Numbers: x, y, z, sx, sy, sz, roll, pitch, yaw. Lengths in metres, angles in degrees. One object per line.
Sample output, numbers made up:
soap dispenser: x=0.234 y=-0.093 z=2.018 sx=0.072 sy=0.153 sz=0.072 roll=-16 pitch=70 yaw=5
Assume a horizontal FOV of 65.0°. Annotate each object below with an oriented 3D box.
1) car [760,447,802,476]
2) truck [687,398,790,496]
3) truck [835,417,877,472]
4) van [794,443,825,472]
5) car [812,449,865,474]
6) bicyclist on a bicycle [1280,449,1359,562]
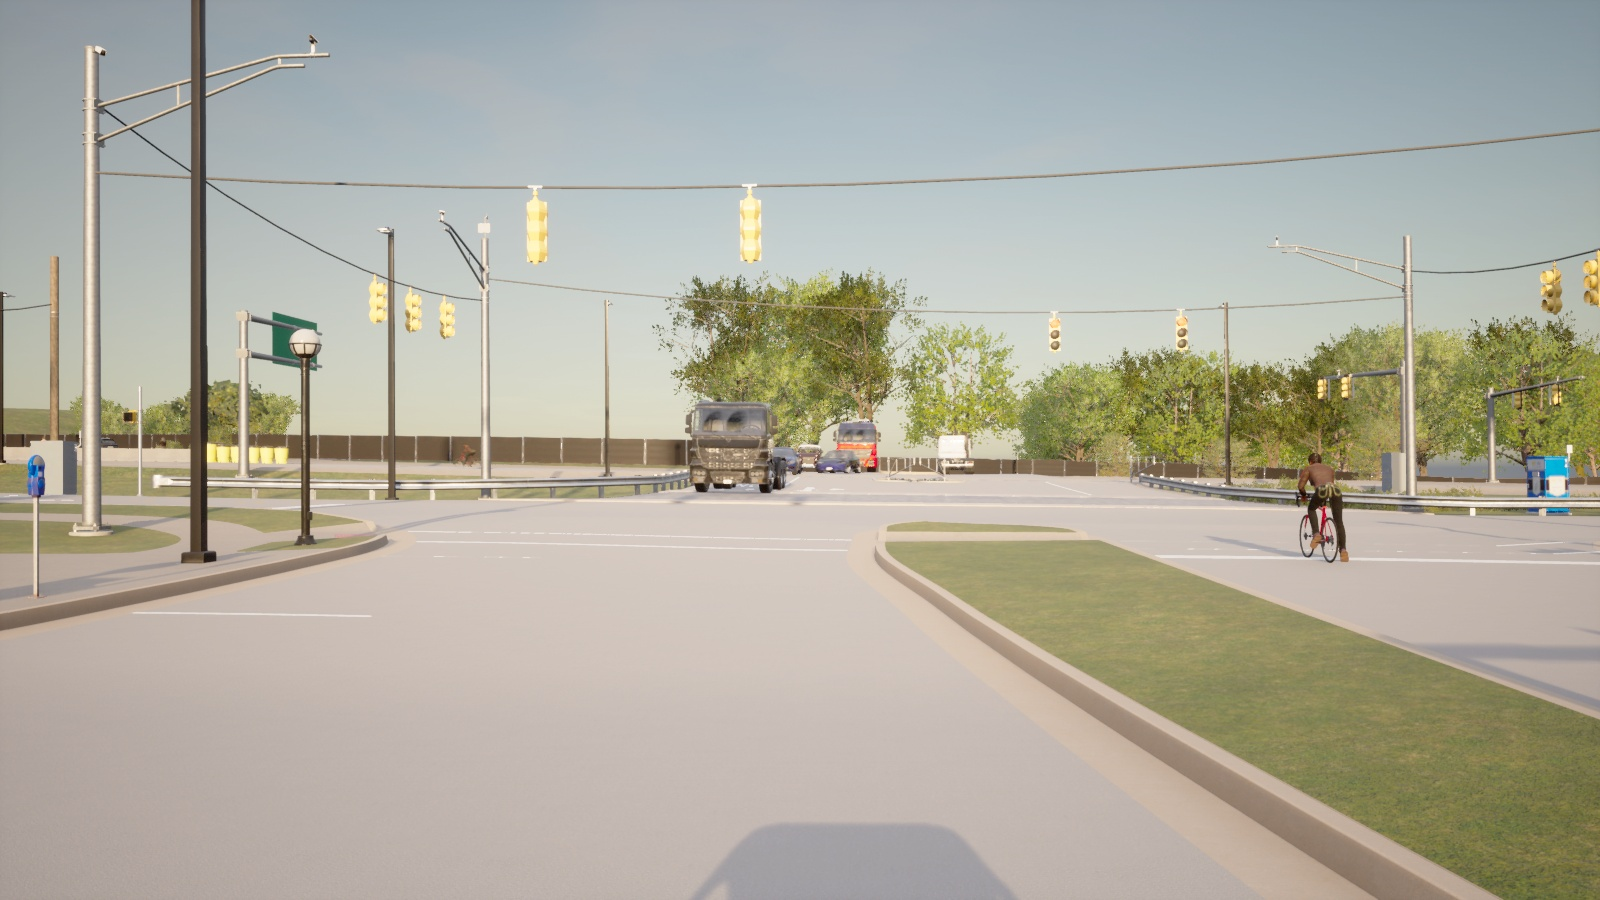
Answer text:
car: x=-0.976 y=0.587 z=66.498 sx=1.812 sy=1.442 sz=4.674 roll=0 pitch=0 yaw=4
truck: x=-2.239 y=-0.134 z=48.801 sx=2.891 sy=3.462 sz=7.936 roll=0 pitch=0 yaw=5
truck: x=4.159 y=-0.313 z=91.581 sx=2.891 sy=3.827 sz=8.468 roll=0 pitch=-1 yaw=4
van: x=0.728 y=0.599 z=92.846 sx=2.069 sy=2.038 sz=4.480 roll=0 pitch=-1 yaw=4
car: x=2.427 y=0.722 z=78.288 sx=2.163 sy=1.488 sz=4.792 roll=0 pitch=0 yaw=16
bicyclist on a bicycle: x=7.829 y=0.808 z=18.989 sx=0.582 sy=1.620 sz=1.656 roll=0 pitch=0 yaw=4
